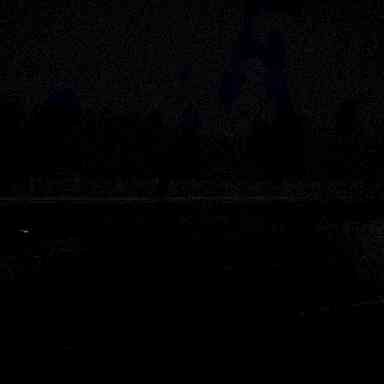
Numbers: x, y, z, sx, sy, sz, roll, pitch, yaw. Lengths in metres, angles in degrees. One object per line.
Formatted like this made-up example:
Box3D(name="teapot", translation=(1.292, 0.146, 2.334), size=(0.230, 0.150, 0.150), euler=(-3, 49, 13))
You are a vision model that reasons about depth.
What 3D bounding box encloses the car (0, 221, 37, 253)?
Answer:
Box3D(name="car", translation=(-8.026, 1.372, 11.704), size=(4.674, 1.442, 1.812), euler=(0, 1, -20))
